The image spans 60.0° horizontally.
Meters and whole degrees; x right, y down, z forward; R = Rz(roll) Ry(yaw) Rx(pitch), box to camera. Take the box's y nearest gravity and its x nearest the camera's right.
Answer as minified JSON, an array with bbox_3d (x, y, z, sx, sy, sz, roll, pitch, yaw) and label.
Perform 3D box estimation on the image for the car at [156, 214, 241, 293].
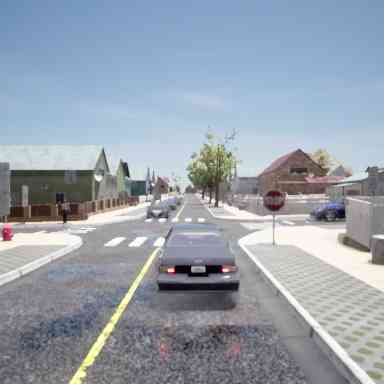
[{"bbox_3d":[0.080,1.548,8.972,2.033,1.411,5.357,0,0,-1],"label":"car"}]

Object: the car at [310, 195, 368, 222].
[{"bbox_3d":[10.406,1.062,22.568,4.553,1.767,2.097,-2,-1,2],"label":"car"}]

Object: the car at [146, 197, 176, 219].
[{"bbox_3d":[-2.826,1.487,28.861,2.128,1.511,4.902,0,0,0],"label":"car"}]

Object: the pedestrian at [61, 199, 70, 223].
[{"bbox_3d":[-9.673,1.456,25.301,0.375,1.860,0.375,0,0,0],"label":"pedestrian"}]

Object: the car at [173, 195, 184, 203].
[{"bbox_3d":[-2.701,1.479,68.947,2.128,1.511,4.902,0,0,0],"label":"car"}]

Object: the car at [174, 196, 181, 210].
[{"bbox_3d":[-2.813,1.540,40.588,2.033,1.411,5.357,0,0,0],"label":"car"}]

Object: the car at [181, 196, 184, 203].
[{"bbox_3d":[-2.785,1.549,53.531,1.994,1.385,4.181,0,0,1],"label":"car"}]
